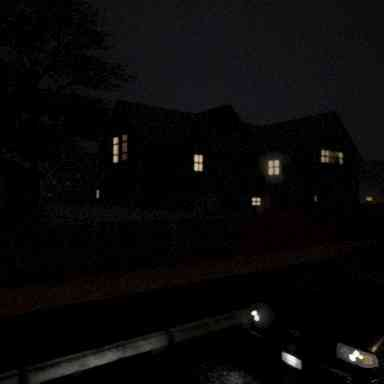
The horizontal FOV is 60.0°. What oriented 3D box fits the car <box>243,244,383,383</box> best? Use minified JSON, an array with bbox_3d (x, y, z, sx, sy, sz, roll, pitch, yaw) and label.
[{"bbox_3d":[3.333,1.618,5.449,5.357,1.411,2.033,1,-1,-36],"label":"car"}]
